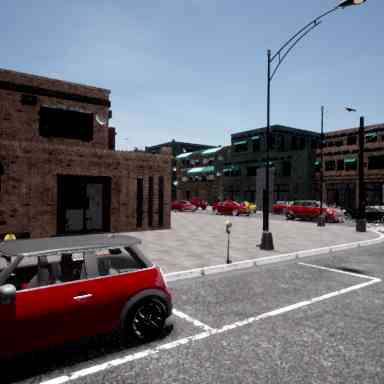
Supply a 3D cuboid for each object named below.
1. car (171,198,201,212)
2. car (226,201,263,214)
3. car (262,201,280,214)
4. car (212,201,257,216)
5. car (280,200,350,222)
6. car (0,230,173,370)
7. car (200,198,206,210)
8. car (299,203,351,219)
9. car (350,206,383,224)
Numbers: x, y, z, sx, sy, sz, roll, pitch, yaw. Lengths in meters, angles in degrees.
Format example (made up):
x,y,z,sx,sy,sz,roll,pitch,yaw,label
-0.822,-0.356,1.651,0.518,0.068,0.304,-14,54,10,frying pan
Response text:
x,y,z,sx,sy,sz,roll,pitch,yaw,label
-1.256,1.839,43.019,1.812,1.442,4.674,1,-1,-35,car
6.537,1.878,41.930,1.752,1.417,4.829,0,-1,-35,car
9.799,1.739,37.235,1.967,1.590,4.097,0,-1,-35,car
4.156,1.700,35.219,1.882,1.535,5.008,1,-1,-35,car
9.897,1.479,27.001,2.097,1.767,4.553,1,-1,-35,car
-2.388,1.440,4.841,4.097,1.590,1.967,0,1,-35,car
0.305,1.772,50.907,2.192,1.841,5.009,0,-1,-35,car
12.964,1.811,32.676,1.947,1.339,4.313,0,-1,-35,car
14.118,1.746,26.035,1.895,1.301,4.718,1,-1,-36,car
